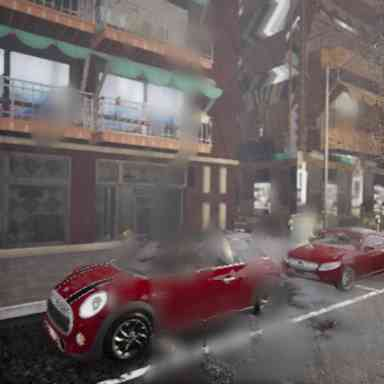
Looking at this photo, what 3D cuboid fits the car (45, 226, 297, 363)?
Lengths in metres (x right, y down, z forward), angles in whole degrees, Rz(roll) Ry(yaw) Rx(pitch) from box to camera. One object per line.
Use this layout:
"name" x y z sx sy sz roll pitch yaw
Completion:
"car" -0.332 1.469 5.849 4.097 1.590 1.967 1 0 -35

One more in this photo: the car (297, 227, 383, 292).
"car" 4.282 1.666 9.142 4.206 1.307 1.802 1 0 -35
